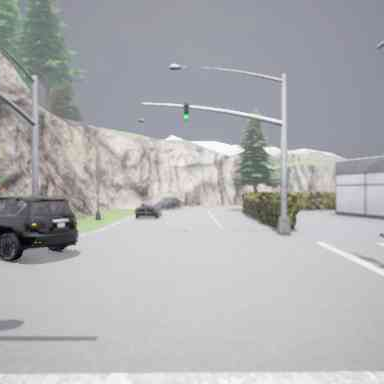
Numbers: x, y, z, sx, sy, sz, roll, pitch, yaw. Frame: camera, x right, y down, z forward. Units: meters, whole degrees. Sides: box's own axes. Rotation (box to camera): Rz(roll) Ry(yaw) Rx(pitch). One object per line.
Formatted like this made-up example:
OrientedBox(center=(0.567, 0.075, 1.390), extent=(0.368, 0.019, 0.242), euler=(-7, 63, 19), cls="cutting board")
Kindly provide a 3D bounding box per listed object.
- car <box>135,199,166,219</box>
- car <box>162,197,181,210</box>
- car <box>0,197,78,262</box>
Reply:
OrientedBox(center=(-3.600, 1.507, 28.327), extent=(1.895, 1.301, 4.718), euler=(0, 0, 0), cls="car")
OrientedBox(center=(-2.872, 1.370, 39.985), extent=(1.837, 1.490, 4.892), euler=(-2, 0, 20), cls="car")
OrientedBox(center=(-6.741, 1.185, 12.074), extent=(5.566, 2.045, 2.150), euler=(0, -1, 25), cls="car")
